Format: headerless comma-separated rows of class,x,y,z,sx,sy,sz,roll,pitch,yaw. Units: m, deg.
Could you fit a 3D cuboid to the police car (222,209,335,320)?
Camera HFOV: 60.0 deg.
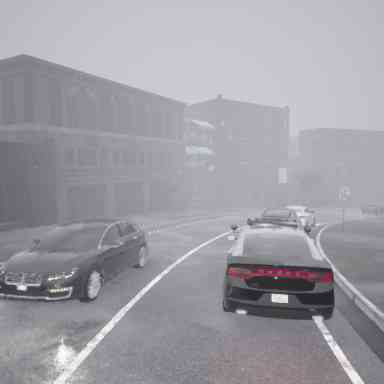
police car,1.817,1.432,7.637,1.930,1.638,5.238,1,0,10

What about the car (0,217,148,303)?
car,-2.567,1.454,8.332,1.837,1.490,4.892,0,0,11

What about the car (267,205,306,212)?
car,4.437,1.543,16.613,1.837,1.490,4.892,2,0,22

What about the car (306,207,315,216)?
car,6.860,1.607,21.756,1.812,1.442,4.674,2,1,29

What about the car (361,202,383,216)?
car,22.140,1.991,39.579,4.902,1.511,2.128,2,3,-33
